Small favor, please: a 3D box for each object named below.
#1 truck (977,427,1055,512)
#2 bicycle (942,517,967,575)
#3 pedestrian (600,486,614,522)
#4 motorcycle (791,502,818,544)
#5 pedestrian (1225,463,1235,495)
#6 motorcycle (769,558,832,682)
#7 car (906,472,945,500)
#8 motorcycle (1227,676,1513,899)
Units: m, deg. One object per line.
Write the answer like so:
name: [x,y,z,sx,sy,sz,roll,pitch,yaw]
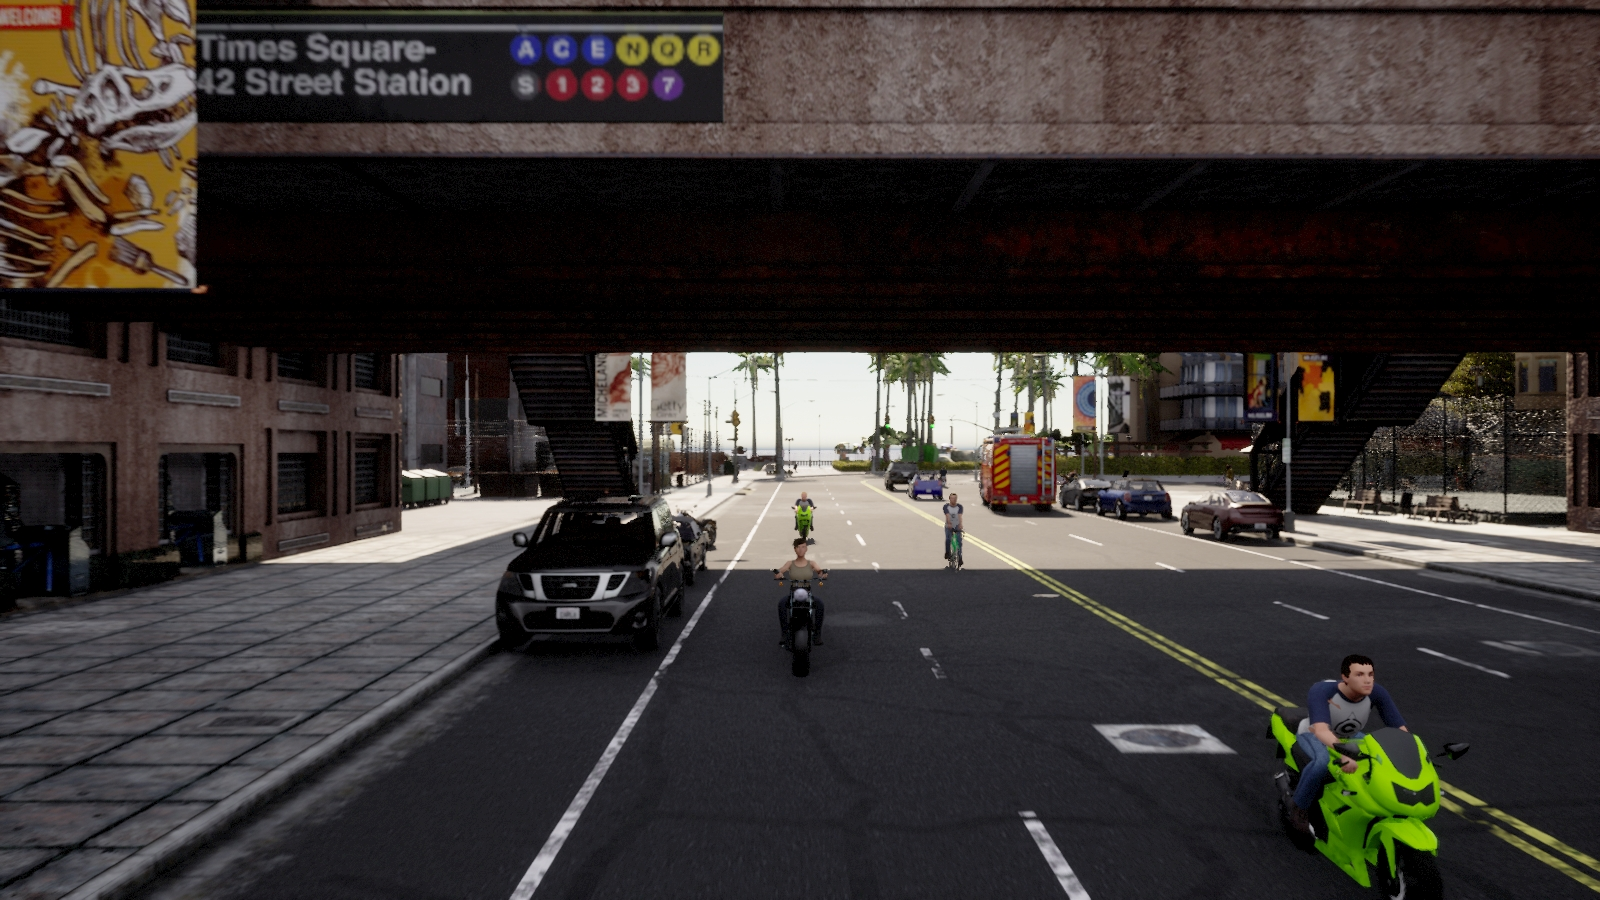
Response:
truck: [10.395,0.890,55.741,2.891,3.827,8.468,0,0,5]
bicycle: [3.560,2.206,26.415,0.373,1.196,1.643,0,0,0]
pedestrian: [-7.061,1.976,41.856,0.375,1.300,0.375,0,0,17]
motorcycle: [0.130,2.213,35.057,0.803,1.145,2.033,0,0,0]
pedestrian: [24.942,1.696,66.217,0.375,1.860,0.375,0,0,-18]
motorcycle: [0.008,2.170,15.003,0.764,1.277,2.356,0,0,0]
car: [7.155,2.038,65.517,1.845,1.501,3.633,0,0,0]
motorcycle: [3.500,2.213,7.271,0.803,1.145,2.033,0,0,0]
